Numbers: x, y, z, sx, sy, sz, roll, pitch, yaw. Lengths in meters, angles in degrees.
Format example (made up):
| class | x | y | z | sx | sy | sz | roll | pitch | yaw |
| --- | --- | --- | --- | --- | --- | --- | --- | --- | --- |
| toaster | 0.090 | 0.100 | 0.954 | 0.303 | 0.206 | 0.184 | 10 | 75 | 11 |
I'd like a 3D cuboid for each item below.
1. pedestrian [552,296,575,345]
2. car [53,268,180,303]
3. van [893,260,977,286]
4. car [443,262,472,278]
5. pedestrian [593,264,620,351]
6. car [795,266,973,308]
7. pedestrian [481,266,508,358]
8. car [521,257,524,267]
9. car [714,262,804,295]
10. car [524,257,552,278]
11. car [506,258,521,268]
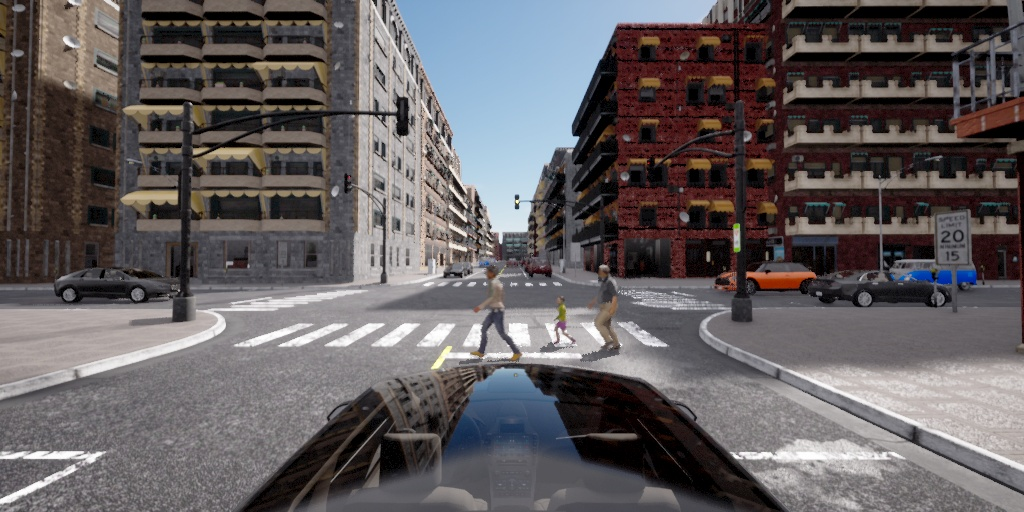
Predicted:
| class | x | y | z | sx | sy | sz | roll | pitch | yaw |
| --- | --- | --- | --- | --- | --- | --- | --- | --- | --- |
| pedestrian | 1.157 | 1.416 | 8.023 | 0.500 | 1.100 | 0.500 | 1 | -1 | 0 |
| car | -17.342 | 1.276 | 16.087 | 4.892 | 1.490 | 1.837 | 0 | -1 | -1 |
| van | 24.925 | 1.110 | 21.340 | 3.998 | 1.789 | 1.690 | 0 | 0 | 0 |
| car | -5.278 | 1.320 | 33.770 | 1.948 | 1.339 | 4.313 | 0 | 0 | 0 |
| pedestrian | 1.972 | 1.045 | 7.431 | 0.375 | 1.860 | 0.375 | 1 | -1 | 0 |
| car | 13.758 | 1.183 | 13.501 | 4.403 | 1.370 | 2.007 | 0 | 0 | 0 |
| pedestrian | -0.328 | 1.045 | 6.834 | 0.375 | 1.860 | 0.375 | 1 | -1 | 0 |
| car | 2.615 | 1.076 | 44.930 | 2.192 | 1.841 | 5.009 | 0 | 0 | 0 |
| car | 13.287 | 1.099 | 18.960 | 4.553 | 1.767 | 2.097 | 0 | -1 | 1 |
| car | 2.603 | 1.069 | 33.806 | 2.192 | 1.841 | 5.009 | 0 | 0 | 0 |
| car | 0.070 | 1.160 | 63.364 | 2.097 | 1.767 | 4.553 | 0 | 0 | 0 |
